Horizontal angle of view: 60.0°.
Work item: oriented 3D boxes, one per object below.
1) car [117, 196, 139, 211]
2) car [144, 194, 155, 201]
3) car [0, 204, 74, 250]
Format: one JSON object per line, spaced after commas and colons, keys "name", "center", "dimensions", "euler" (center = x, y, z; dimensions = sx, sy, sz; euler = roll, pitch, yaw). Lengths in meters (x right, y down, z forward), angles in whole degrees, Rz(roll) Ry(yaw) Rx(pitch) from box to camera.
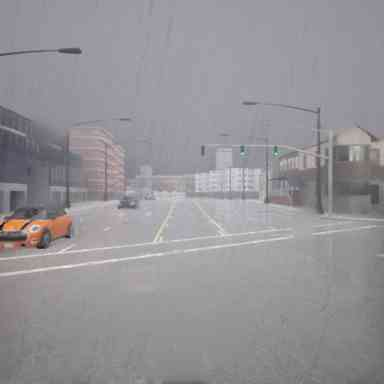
{"name": "car", "center": [-7.648, 1.266, 40.229], "dimensions": [2.097, 1.767, 4.553], "euler": [0, 1, -2]}
{"name": "car", "center": [-8.487, 1.055, 66.666], "dimensions": [2.128, 1.511, 4.902], "euler": [0, 0, -2]}
{"name": "car", "center": [-6.833, 1.391, 14.540], "dimensions": [2.097, 1.767, 4.553], "euler": [0, 0, -2]}
